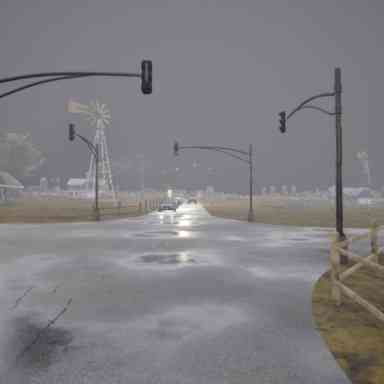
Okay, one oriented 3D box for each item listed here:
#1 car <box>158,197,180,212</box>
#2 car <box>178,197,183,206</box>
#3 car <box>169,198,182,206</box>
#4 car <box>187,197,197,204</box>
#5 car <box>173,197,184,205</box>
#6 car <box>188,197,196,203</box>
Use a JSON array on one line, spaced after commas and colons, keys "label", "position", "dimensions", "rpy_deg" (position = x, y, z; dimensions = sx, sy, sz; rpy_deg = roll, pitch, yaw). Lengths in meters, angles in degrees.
[{"label": "car", "position": [-2.877, 1.660, 39.714], "dimensions": [1.994, 1.385, 4.181], "rpy_deg": [0, 0, 0]}, {"label": "car", "position": [-2.880, 1.629, 48.457], "dimensions": [2.128, 1.511, 4.902], "rpy_deg": [0, 0, 0]}, {"label": "car", "position": [-2.866, 1.794, 58.438], "dimensions": [1.895, 1.301, 4.718], "rpy_deg": [0, 0, 0]}, {"label": "car", "position": [0.063, 1.760, 68.333], "dimensions": [1.837, 1.490, 4.892], "rpy_deg": [0, -1, 0]}, {"label": "car", "position": [-2.791, 1.808, 69.046], "dimensions": [2.033, 1.411, 5.357], "rpy_deg": [0, 0, 0]}, {"label": "car", "position": [-0.041, 1.857, 78.903], "dimensions": [1.812, 1.442, 4.674], "rpy_deg": [0, 0, 0]}]
